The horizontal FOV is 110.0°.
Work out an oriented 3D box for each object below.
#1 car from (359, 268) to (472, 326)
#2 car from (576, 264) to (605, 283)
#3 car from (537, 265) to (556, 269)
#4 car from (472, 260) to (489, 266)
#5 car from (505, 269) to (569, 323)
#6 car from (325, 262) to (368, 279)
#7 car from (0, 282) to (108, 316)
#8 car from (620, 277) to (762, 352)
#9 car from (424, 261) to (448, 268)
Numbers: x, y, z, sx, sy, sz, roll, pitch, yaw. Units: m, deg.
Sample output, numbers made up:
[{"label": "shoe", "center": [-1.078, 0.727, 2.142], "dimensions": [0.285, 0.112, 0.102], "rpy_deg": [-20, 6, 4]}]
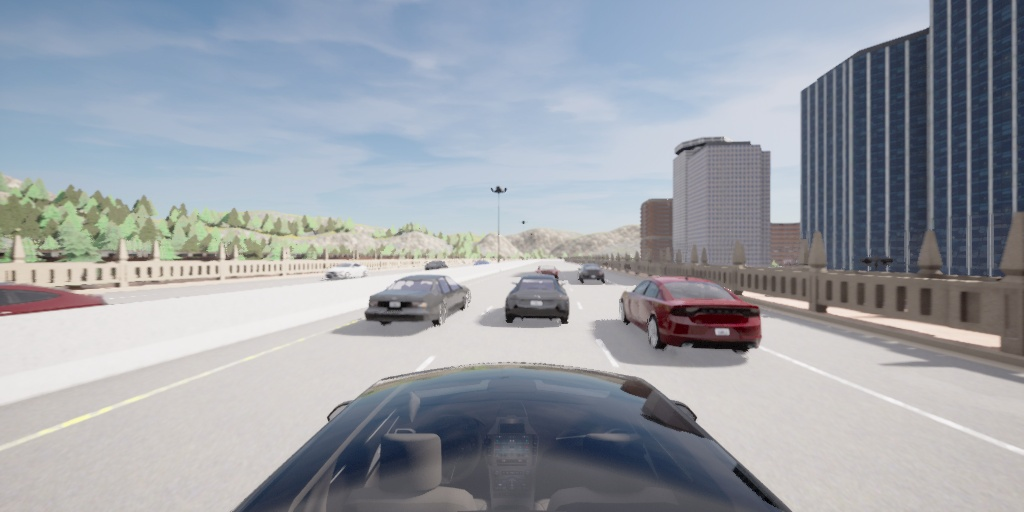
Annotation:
[{"label": "car", "center": [-2.739, 1.298, 11.697], "dimensions": [2.033, 1.411, 5.357], "rpy_deg": [0, 0, 6]}, {"label": "car", "center": [6.316, 1.370, 28.879], "dimensions": [1.812, 1.442, 4.674], "rpy_deg": [0, 0, 7]}, {"label": "car", "center": [3.141, 1.440, 31.835], "dimensions": [1.895, 1.301, 4.718], "rpy_deg": [0, 0, 7]}, {"label": "car", "center": [-4.755, 1.385, 55.374], "dimensions": [1.882, 1.535, 5.008], "rpy_deg": [0, -1, 7]}, {"label": "car", "center": [0.906, 1.333, 12.305], "dimensions": [1.994, 1.385, 4.181], "rpy_deg": [0, 0, 6]}, {"label": "car", "center": [-14.640, 1.279, 32.046], "dimensions": [1.812, 1.442, 4.674], "rpy_deg": [0, 0, 7]}, {"label": "car", "center": [-10.324, 1.231, 6.451], "dimensions": [1.812, 1.442, 4.674], "rpy_deg": [0, 0, 3]}, {"label": "car", "center": [4.096, 1.256, 9.096], "dimensions": [1.882, 1.535, 5.008], "rpy_deg": [0, 0, 5]}, {"label": "car", "center": [-9.520, 1.339, 45.208], "dimensions": [1.837, 1.490, 4.892], "rpy_deg": [0, -1, 7]}]
